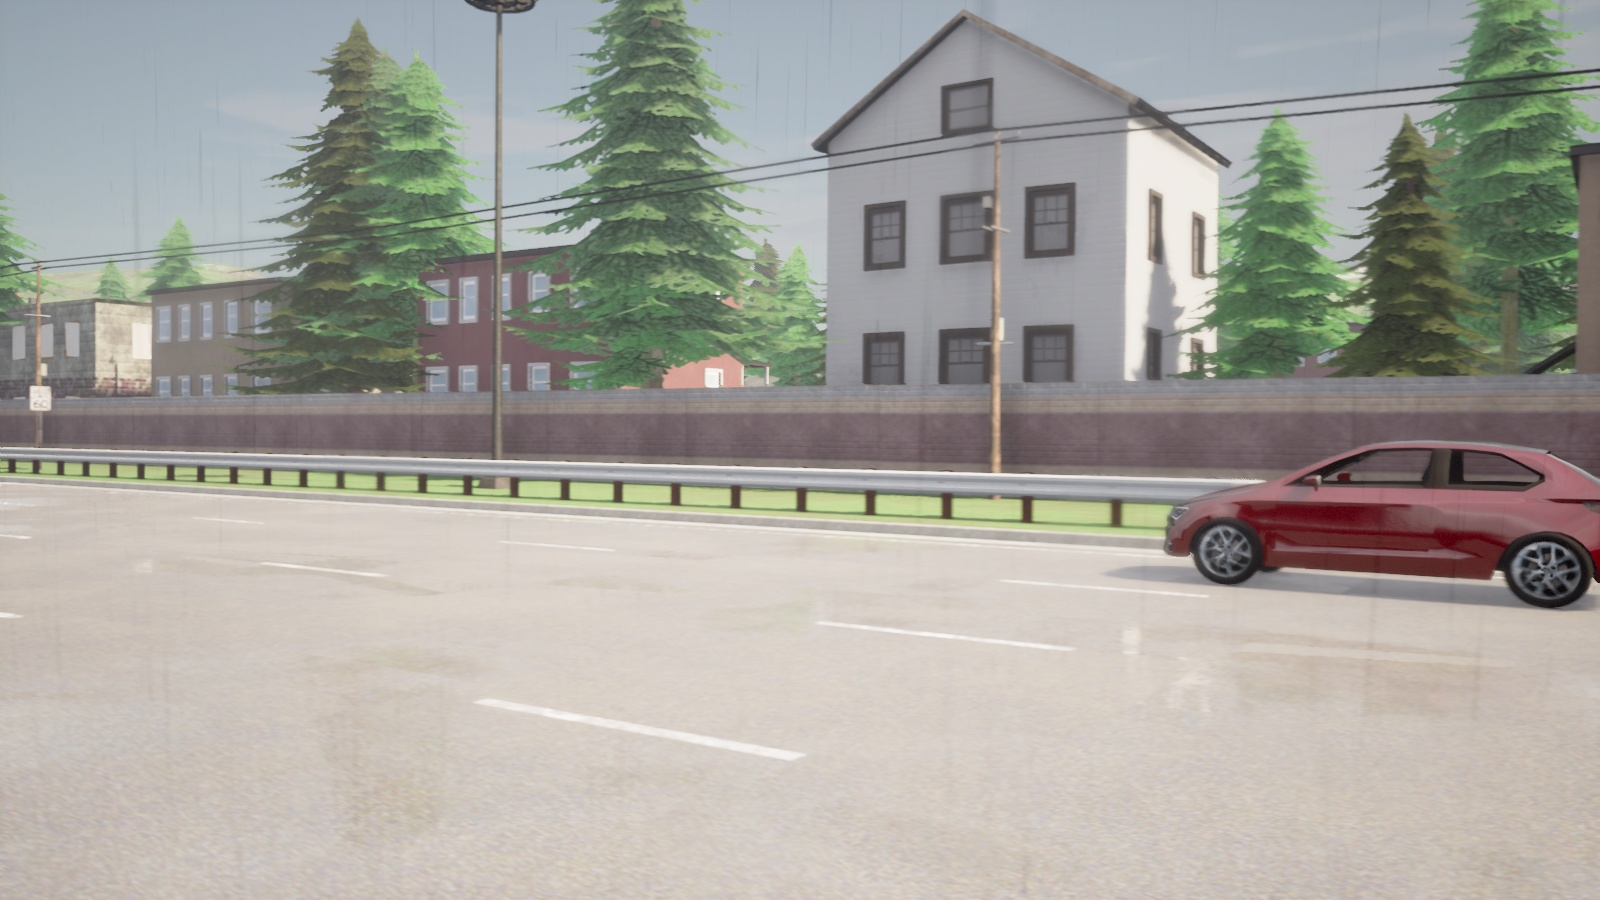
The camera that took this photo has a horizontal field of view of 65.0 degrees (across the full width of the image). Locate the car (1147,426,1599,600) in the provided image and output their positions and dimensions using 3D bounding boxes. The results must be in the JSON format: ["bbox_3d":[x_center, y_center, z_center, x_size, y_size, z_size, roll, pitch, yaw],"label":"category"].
[{"bbox_3d":[5.785,0.526,12.385,4.193,1.474,1.816,0,1,34],"label":"car"}]
